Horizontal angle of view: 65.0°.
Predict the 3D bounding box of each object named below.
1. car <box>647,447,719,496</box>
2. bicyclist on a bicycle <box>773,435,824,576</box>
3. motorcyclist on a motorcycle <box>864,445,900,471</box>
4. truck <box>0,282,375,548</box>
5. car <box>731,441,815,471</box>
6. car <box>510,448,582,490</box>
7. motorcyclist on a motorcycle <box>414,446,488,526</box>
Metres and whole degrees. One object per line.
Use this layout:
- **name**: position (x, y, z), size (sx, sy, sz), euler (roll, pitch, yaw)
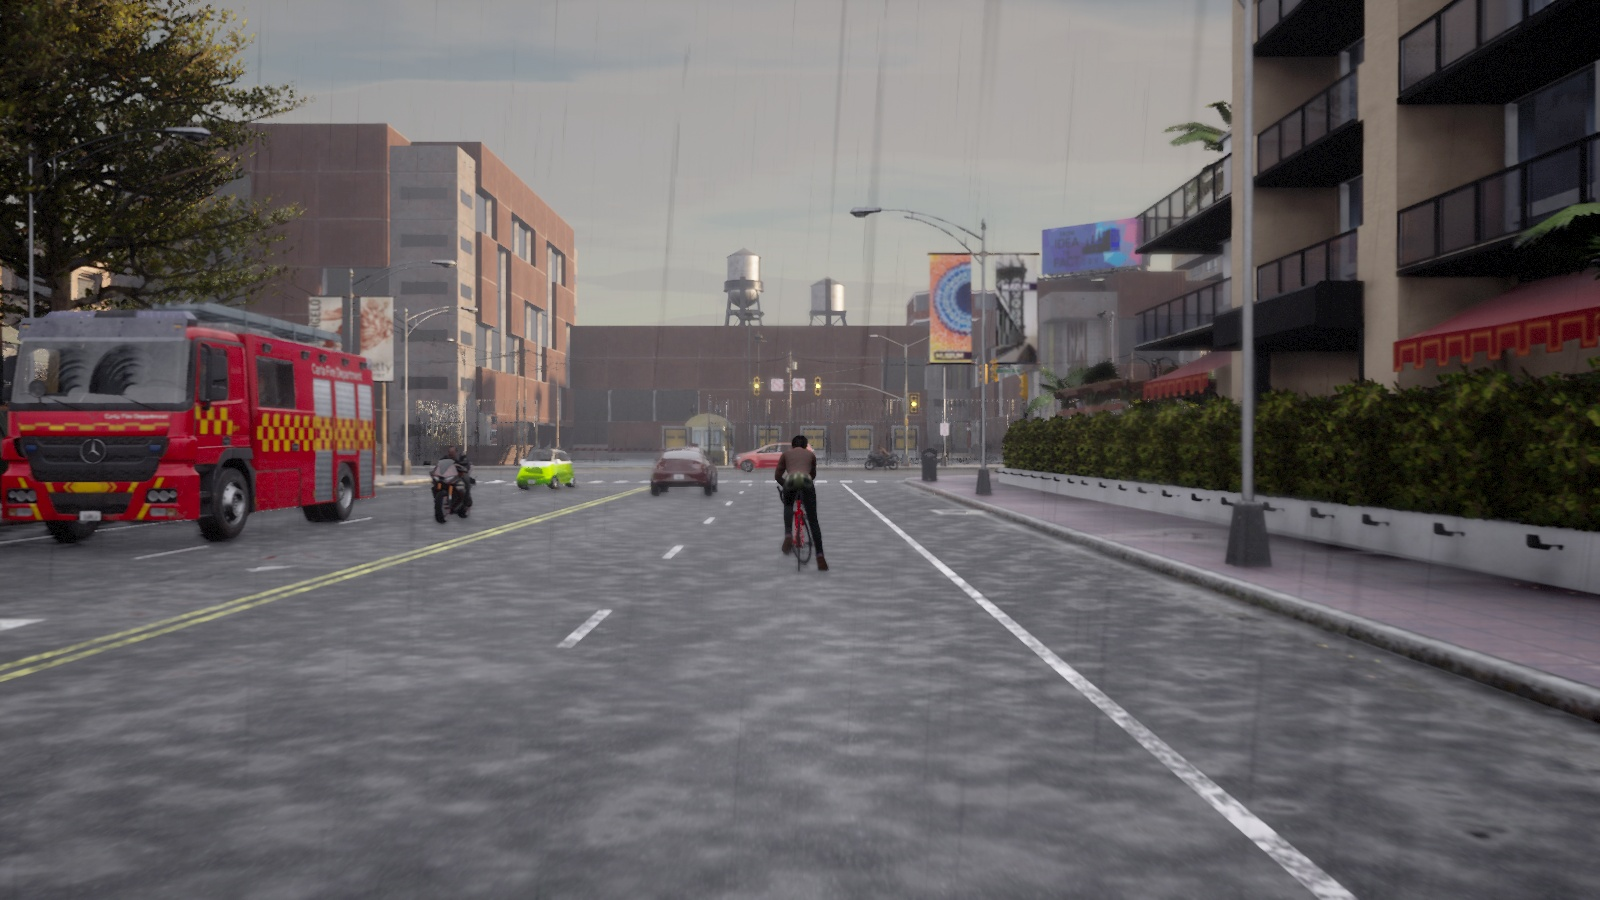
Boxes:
- **car**: position (-3.569, 0.618, 39.021), size (1.812, 1.442, 4.674), euler (0, 0, 0)
- **bicyclist on a bicycle**: position (-0.015, 0.640, 15.243), size (0.582, 1.620, 1.656), euler (0, 0, 0)
- **motorcyclist on a motorcycle**: position (4.769, 0.448, 73.126), size (2.044, 1.523, 0.797), euler (0, 0, 0)
- **truck**: position (-10.423, -0.515, 22.330), size (2.891, 3.827, 8.468), euler (0, 0, 0)
- **car**: position (-1.494, 0.320, 69.550), size (4.611, 1.667, 2.242), euler (0, 0, -1)
- **car**: position (-8.668, 0.628, 42.999), size (1.481, 1.376, 2.207), euler (0, 0, 19)
- **motorcyclist on a motorcycle**: position (-6.928, 0.679, 25.045), size (0.866, 1.530, 2.191), euler (0, 0, 0)
